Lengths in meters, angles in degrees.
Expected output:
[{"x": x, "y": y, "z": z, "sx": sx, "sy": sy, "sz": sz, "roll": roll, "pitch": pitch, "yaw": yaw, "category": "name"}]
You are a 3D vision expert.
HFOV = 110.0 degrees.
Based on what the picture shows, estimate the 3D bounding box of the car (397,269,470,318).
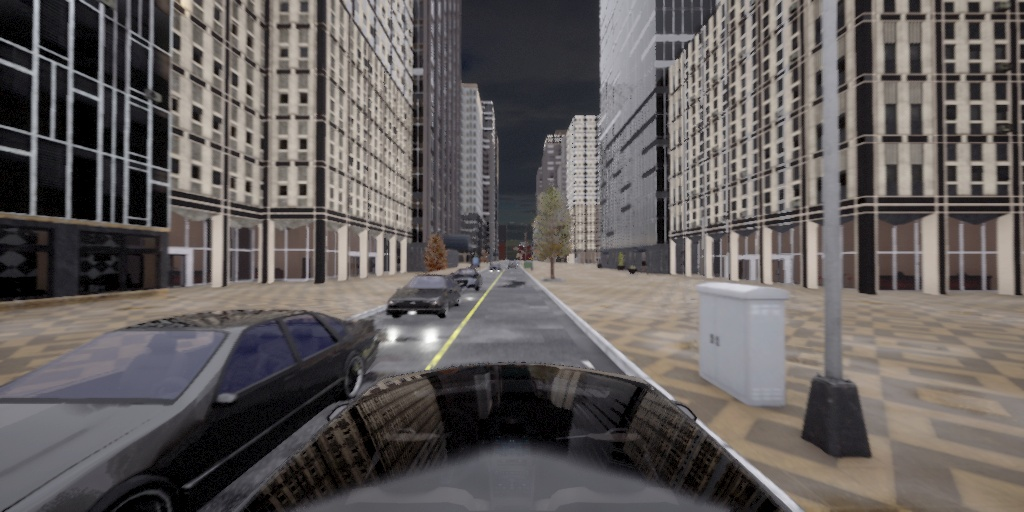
[{"x": -3.085, "y": 1.407, "z": 13.792, "sx": 2.033, "sy": 1.411, "sz": 5.357, "roll": 0, "pitch": -1, "yaw": 0, "category": "car"}]

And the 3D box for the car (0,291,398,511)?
[{"x": -3.097, "y": 1.316, "z": 3.720, "sx": 2.033, "sy": 1.411, "sz": 5.357, "roll": 0, "pitch": -1, "yaw": 0, "category": "car"}]

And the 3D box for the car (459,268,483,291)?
[{"x": -3.044, "y": 1.514, "z": 23.852, "sx": 1.994, "sy": 1.385, "sz": 4.181, "roll": 0, "pitch": -1, "yaw": 0, "category": "car"}]

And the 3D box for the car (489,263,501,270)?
[{"x": -2.990, "y": 1.863, "z": 63.956, "sx": 1.994, "sy": 1.385, "sz": 4.181, "roll": 0, "pitch": 0, "yaw": 1, "category": "car"}]
